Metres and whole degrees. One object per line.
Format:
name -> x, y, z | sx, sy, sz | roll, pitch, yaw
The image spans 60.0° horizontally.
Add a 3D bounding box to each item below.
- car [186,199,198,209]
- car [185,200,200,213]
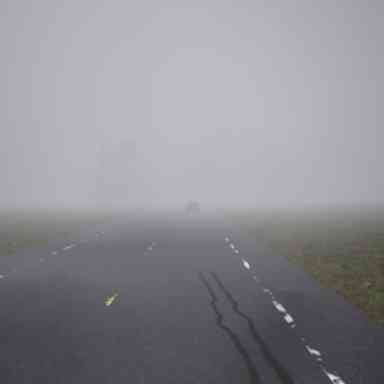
car -> 0.001, 1.935, 52.584 | 1.812, 1.442, 4.674 | 0, 0, 0
car -> 0.101, 1.882, 42.745 | 2.033, 1.411, 5.357 | 0, 0, 0
